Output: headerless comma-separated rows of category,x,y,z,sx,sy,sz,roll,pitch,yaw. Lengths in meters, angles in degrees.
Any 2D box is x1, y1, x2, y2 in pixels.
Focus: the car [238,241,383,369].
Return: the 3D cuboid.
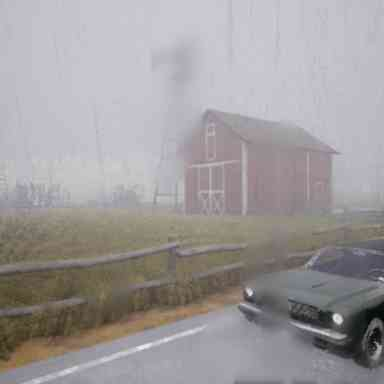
car,3.042,1.627,5.904,4.718,1.301,1.895,0,-1,-37
